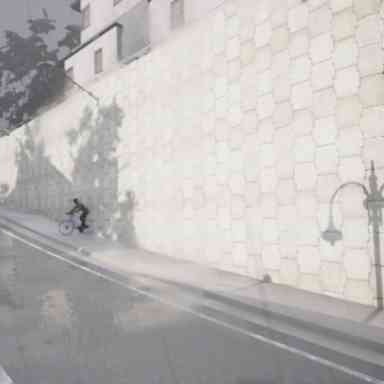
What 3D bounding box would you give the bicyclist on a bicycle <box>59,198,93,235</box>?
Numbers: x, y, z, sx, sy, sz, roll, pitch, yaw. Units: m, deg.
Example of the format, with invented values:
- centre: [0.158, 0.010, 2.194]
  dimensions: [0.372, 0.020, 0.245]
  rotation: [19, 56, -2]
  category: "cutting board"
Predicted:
- centre: [-5.006, 1.085, 14.609]
  dimensions: [1.656, 1.620, 0.582]
  rotation: [3, 1, -45]
  category: "bicyclist on a bicycle"
